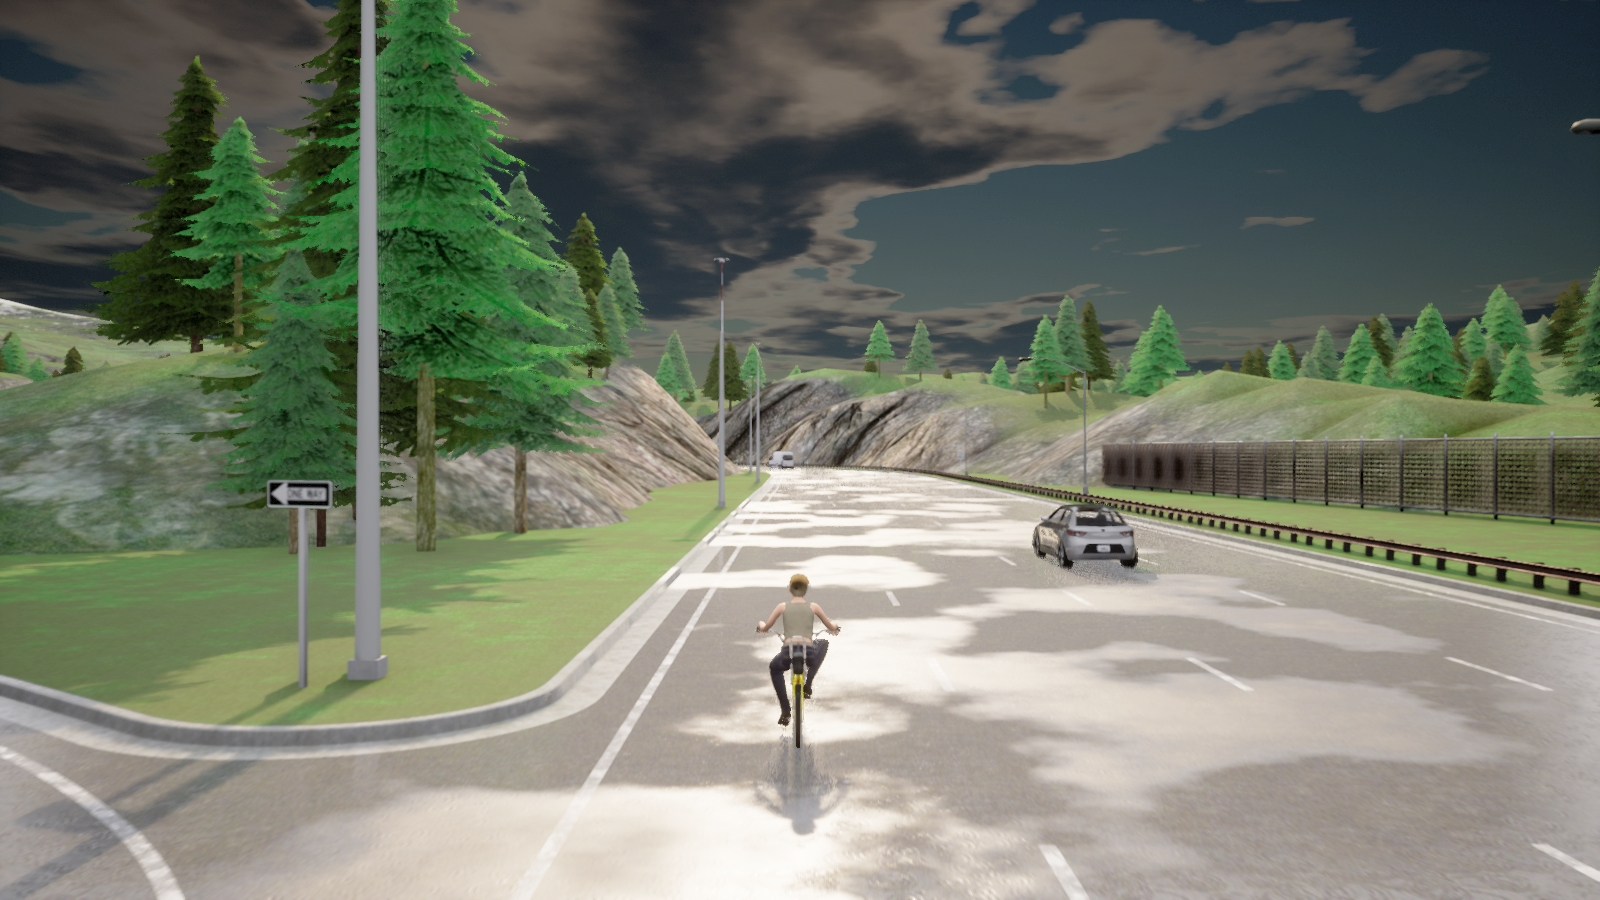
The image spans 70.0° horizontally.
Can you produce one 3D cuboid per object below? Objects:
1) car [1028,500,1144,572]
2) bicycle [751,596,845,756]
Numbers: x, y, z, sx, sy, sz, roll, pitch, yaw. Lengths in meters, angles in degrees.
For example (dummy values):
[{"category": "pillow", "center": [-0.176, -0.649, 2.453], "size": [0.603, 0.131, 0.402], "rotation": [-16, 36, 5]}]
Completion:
[{"category": "car", "center": [6.998, 2.069, 28.359], "size": [1.816, 1.474, 4.193], "rotation": [0, 0, 0]}, {"category": "bicycle", "center": [-0.015, 2.159, 11.184], "size": [0.859, 1.276, 1.487], "rotation": [0, 0, 0]}]
